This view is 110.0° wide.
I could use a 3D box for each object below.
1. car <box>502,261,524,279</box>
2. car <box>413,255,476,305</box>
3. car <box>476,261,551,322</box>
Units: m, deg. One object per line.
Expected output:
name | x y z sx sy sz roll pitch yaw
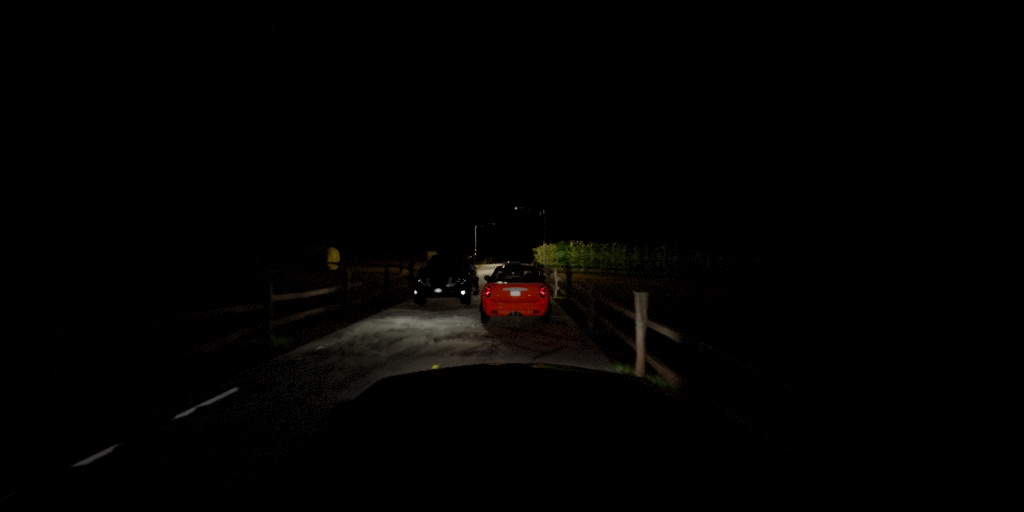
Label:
car | 0.076 1.191 32.348 1.812 1.442 4.674 0 0 0
car | -2.763 0.948 16.220 2.150 2.045 5.566 0 0 0
car | 0.096 1.083 12.339 2.097 1.767 4.553 0 0 0
